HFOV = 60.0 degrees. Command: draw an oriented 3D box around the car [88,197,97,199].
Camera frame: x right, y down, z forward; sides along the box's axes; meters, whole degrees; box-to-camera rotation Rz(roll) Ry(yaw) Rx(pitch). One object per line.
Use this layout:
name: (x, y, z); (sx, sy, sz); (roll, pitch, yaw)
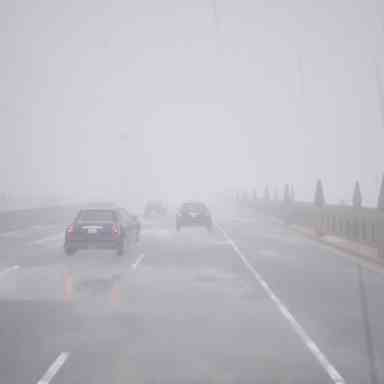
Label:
car: (-14.022, 1.508, 47.426); (1.882, 1.535, 5.008); (0, 0, 0)

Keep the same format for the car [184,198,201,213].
car: (0.083, 1.499, 38.852); (1.882, 1.535, 5.008); (0, 0, 0)

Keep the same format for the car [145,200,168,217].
car: (-3.406, 1.519, 31.693); (1.837, 1.490, 4.892); (0, 0, 0)

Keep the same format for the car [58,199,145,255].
car: (-3.402, 1.351, 13.496); (2.097, 1.767, 4.553); (0, 0, 0)

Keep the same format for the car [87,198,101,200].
car: (-6.904, 1.513, 26.151); (1.837, 1.490, 4.892); (0, 0, 0)

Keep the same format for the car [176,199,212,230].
car: (0.097, 1.356, 21.030); (2.097, 1.767, 4.553); (0, 0, 0)

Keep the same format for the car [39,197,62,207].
car: (-21.018, 1.540, 49.481); (1.837, 1.490, 4.892); (0, 0, 0)
